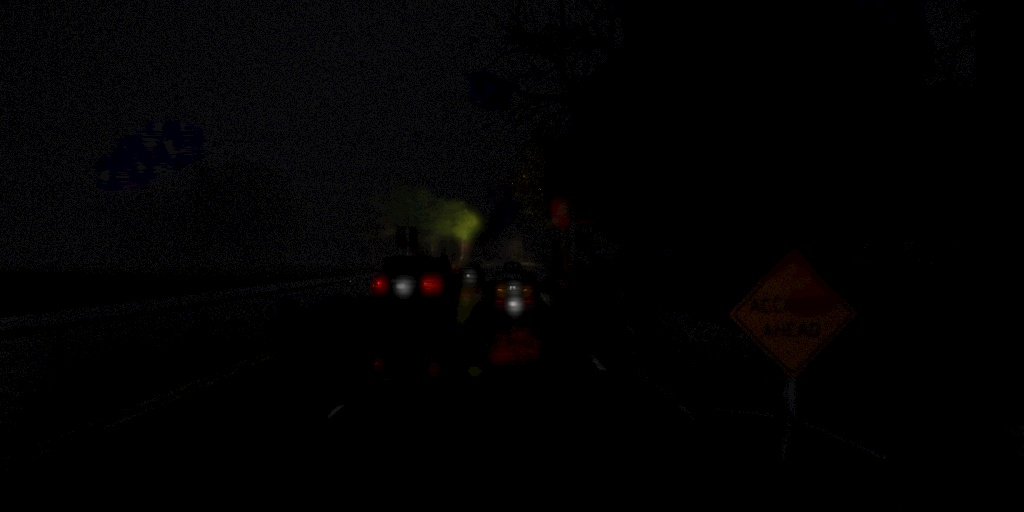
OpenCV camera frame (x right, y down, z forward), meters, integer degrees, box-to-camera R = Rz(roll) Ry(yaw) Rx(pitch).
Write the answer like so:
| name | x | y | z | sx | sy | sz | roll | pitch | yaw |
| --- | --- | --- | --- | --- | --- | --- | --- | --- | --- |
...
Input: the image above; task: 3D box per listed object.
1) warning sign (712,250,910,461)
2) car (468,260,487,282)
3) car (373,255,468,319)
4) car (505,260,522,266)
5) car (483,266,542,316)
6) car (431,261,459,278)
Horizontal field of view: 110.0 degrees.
| name | x | y | z | sx | sy | sz | roll | pitch | yaw |
| --- | --- | --- | --- | --- | --- | --- | --- | --- | --- |
| warning sign | 2.850 | 0.870 | 3.671 | 1.300 | 1.860 | 1.060 | 0 | 0 | 0 |
| car | -3.155 | 1.322 | 29.511 | 1.837 | 1.490 | 4.892 | 0 | 0 | 0 |
| car | -3.156 | 1.000 | 13.117 | 2.150 | 2.045 | 5.566 | 0 | 0 | 0 |
| car | 0.095 | 1.323 | 29.411 | 1.837 | 1.490 | 4.892 | 0 | 0 | 0 |
| car | 0.093 | 1.283 | 13.598 | 1.837 | 1.490 | 4.892 | 0 | 0 | 0 |
| car | -6.595 | 1.311 | 35.869 | 1.882 | 1.535 | 5.008 | 0 | 0 | 0 |
